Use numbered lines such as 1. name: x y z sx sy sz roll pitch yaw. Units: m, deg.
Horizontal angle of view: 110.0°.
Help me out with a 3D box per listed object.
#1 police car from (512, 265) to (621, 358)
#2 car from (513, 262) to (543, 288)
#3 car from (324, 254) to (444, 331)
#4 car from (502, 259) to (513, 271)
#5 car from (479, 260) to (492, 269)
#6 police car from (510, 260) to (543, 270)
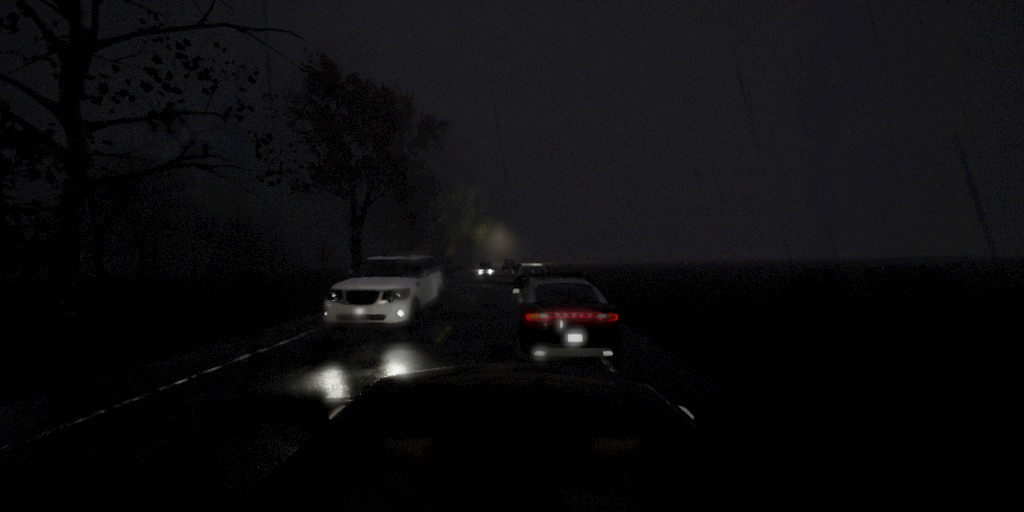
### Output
1. police car: 1.054 1.167 8.591 1.930 1.638 5.238 0 0 0
2. car: 0.992 1.234 24.497 1.837 1.490 4.892 0 0 0
3. car: -3.604 0.960 11.257 2.150 2.045 5.566 0 0 0
4. car: -0.268 1.285 47.193 1.994 1.385 4.181 0 0 0
5. car: -4.006 1.320 54.544 1.895 1.301 4.718 0 0 -1
6. police car: 1.025 1.158 18.601 1.930 1.638 5.238 0 0 0
